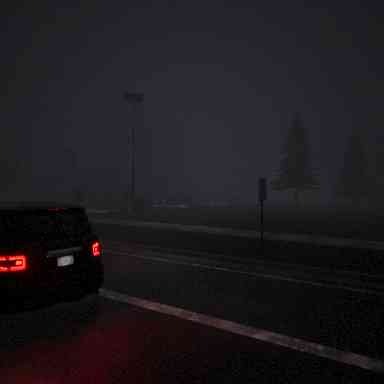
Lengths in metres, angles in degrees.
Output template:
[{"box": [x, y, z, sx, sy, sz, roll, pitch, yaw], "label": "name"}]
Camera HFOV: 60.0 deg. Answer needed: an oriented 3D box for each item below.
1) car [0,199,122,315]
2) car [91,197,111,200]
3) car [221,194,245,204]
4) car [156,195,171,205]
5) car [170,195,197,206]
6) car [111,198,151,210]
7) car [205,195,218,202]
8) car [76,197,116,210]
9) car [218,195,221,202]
[{"box": [-4.269, 1.221, 6.995, 5.566, 2.045, 2.150, 0, 0, 35], "label": "car"}, {"box": [-10.191, 1.504, 42.726, 1.837, 1.490, 4.892, 0, 0, 35], "label": "car"}, {"box": [8.257, 1.547, 62.971, 2.033, 1.411, 5.357, 0, 0, 35], "label": "car"}, {"box": [-4.181, 1.354, 57.436, 2.097, 1.767, 4.553, 0, 0, 35], "label": "car"}, {"box": [-0.956, 1.503, 55.943, 1.837, 1.490, 4.892, 0, 0, 35], "label": "car"}, {"box": [-7.143, 1.477, 40.978, 1.882, 1.535, 5.008, 0, 0, 35], "label": "car"}, {"box": [4.627, 1.330, 69.905, 1.812, 1.442, 4.674, 0, 0, 35], "label": "car"}, {"box": [-12.905, 1.491, 44.950, 2.128, 1.511, 4.902, 0, 0, 35], "label": "car"}, {"box": [8.019, 1.103, 68.651, 2.097, 1.767, 4.553, 0, 0, 35], "label": "car"}]
